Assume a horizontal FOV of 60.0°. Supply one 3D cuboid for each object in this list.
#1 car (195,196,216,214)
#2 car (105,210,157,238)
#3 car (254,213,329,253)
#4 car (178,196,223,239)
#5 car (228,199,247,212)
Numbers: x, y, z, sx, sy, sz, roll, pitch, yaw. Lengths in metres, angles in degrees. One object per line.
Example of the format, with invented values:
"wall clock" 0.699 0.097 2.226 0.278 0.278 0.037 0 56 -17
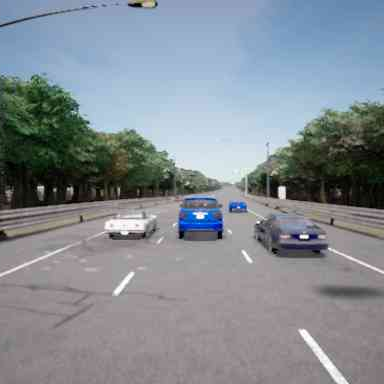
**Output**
"car" 1.502 1.352 35.723 2.097 1.767 4.553 0 0 4
"car" -3.029 1.597 17.622 1.895 1.301 4.718 0 0 2
"car" 3.835 1.549 13.651 2.033 1.411 5.357 0 0 2
"car" 0.474 1.221 17.628 2.150 2.045 5.566 0 0 2
"car" 5.198 1.482 38.148 1.882 1.535 5.008 0 0 5
